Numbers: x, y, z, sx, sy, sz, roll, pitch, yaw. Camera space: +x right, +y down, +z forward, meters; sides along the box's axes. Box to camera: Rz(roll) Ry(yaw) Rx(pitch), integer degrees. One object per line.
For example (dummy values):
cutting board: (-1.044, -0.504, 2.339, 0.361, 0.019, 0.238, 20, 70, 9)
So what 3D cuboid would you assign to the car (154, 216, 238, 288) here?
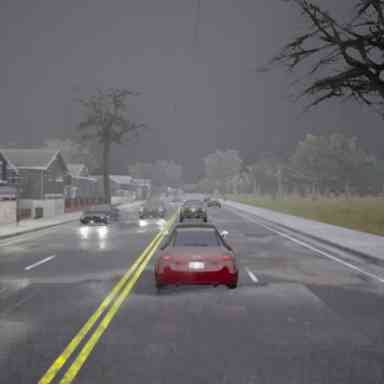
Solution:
car: (0.100, 1.583, 9.297, 1.994, 1.385, 4.181, 0, 0, 0)

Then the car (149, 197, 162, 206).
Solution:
car: (-6.547, 1.672, 60.183, 1.994, 1.385, 4.181, 0, 0, 1)

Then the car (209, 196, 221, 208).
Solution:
car: (3.349, 1.616, 51.067, 1.812, 1.442, 4.674, 0, 0, 0)

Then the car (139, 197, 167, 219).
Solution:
car: (-3.347, 1.408, 29.225, 2.097, 1.767, 4.553, 0, 0, 0)

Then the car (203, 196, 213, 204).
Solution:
car: (3.256, 1.619, 67.980, 1.837, 1.490, 4.892, 0, 0, 0)

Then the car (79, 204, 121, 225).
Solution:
car: (-6.601, 1.595, 24.608, 2.033, 1.411, 5.357, 0, 0, 0)

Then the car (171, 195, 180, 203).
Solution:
car: (-3.254, 1.443, 69.636, 2.097, 1.767, 4.553, 0, 0, 0)

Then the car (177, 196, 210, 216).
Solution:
car: (0.099, 1.404, 26.986, 2.097, 1.767, 4.553, 0, 0, 0)
